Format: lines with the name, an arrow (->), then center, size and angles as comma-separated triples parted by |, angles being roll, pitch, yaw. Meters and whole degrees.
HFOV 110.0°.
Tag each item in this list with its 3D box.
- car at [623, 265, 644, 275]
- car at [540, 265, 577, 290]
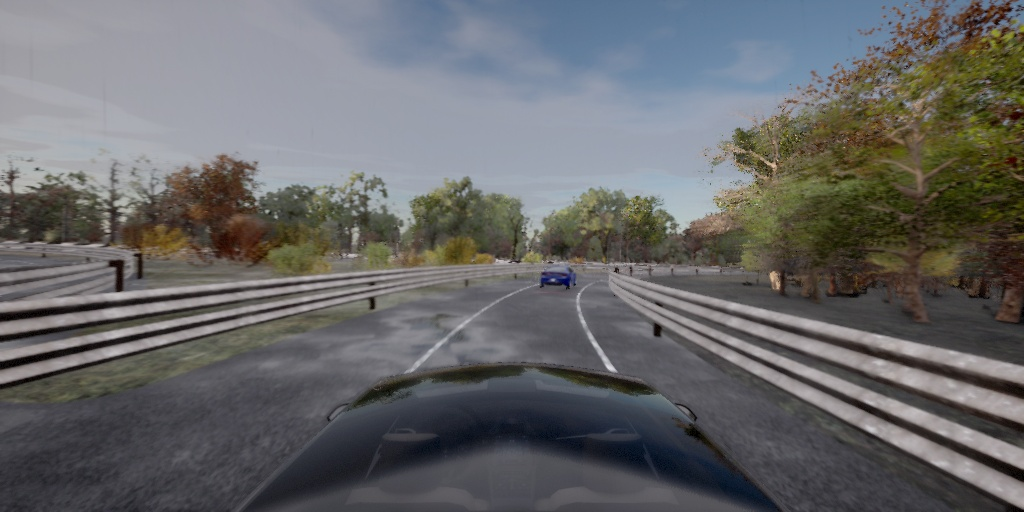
car -> 17.989, 2.018, 53.038 | 1.812, 1.442, 4.674 | 1, -1, 39
car -> 3.259, 1.372, 24.484 | 1.882, 1.535, 5.008 | 1, -1, 17
